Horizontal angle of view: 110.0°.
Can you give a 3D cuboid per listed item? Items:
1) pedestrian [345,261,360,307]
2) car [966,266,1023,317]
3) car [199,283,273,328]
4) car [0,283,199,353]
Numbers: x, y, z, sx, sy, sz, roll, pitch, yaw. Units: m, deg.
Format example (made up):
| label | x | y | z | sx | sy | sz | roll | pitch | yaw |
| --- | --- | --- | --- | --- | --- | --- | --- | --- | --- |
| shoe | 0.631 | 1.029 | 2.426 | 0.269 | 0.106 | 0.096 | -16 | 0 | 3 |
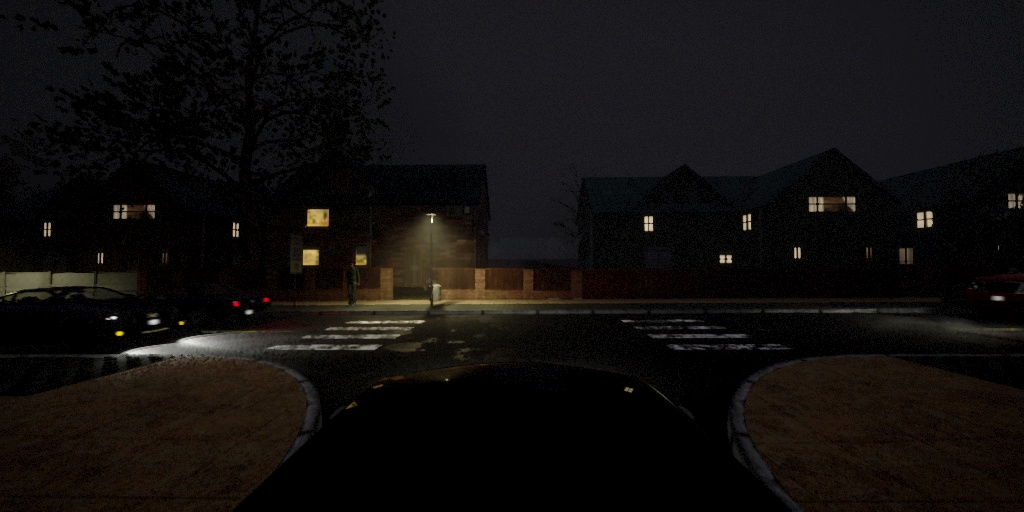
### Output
| label | x | y | z | sx | sy | sz | roll | pitch | yaw |
| --- | --- | --- | --- | --- | --- | --- | --- | --- | --- |
| pedestrian | -6.453 | 1.113 | 14.428 | 0.375 | 1.860 | 0.375 | 0 | -1 | 2 |
| car | 17.464 | 0.906 | 10.778 | 5.566 | 2.045 | 2.150 | 0 | -1 | 2 |
| car | -10.680 | 1.540 | 11.636 | 4.718 | 1.301 | 1.895 | -1 | -1 | 2 |
| car | -10.600 | 1.427 | 8.683 | 4.181 | 1.385 | 1.994 | -1 | -1 | 2 |
